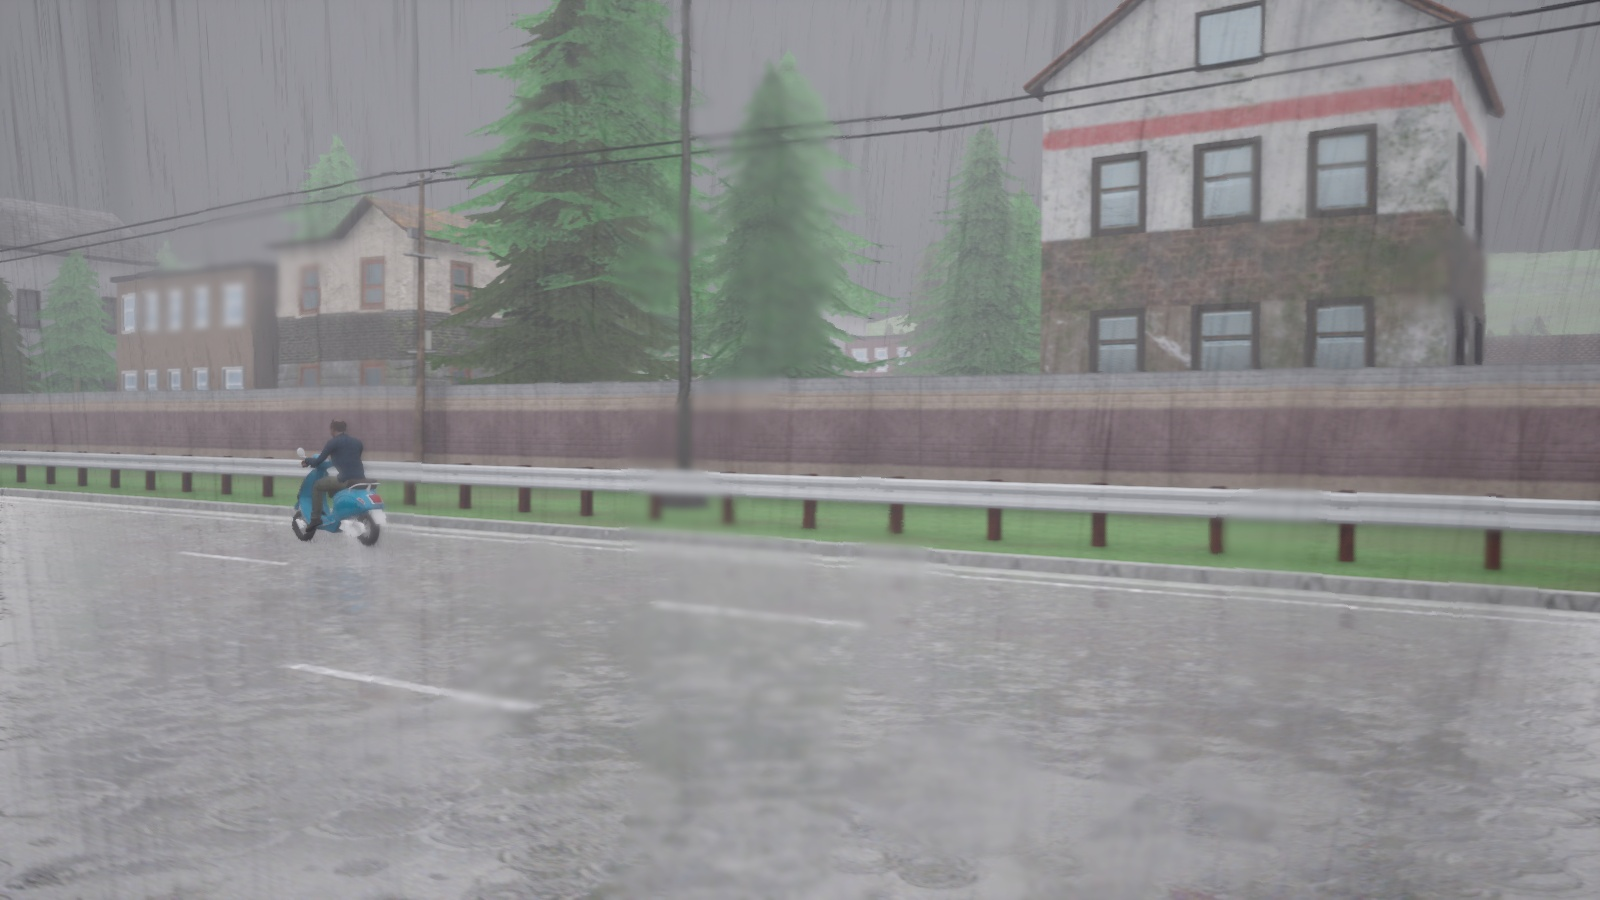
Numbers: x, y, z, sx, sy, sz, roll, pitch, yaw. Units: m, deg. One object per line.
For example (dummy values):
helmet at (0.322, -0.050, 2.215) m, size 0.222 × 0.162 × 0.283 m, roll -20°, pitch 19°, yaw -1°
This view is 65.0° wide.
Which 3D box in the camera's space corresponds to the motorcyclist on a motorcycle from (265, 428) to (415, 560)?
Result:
motorcyclist on a motorcycle at (-5.833, 0.521, 15.901) m, size 1.817 × 1.590 × 0.866 m, roll 0°, pitch 1°, yaw 34°
